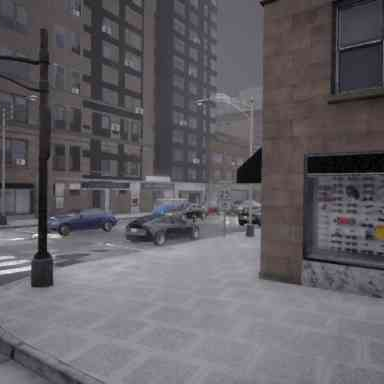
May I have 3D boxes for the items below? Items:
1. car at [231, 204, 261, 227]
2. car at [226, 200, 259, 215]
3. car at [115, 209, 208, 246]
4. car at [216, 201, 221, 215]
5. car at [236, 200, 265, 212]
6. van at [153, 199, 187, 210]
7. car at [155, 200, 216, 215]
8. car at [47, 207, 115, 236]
[{"bbox_3d":[5.066,1.851,25.380,1.947,1.339,4.313,0,0,36],"label":"car"},{"bbox_3d":[5.431,1.626,36.036,2.097,1.767,4.553,1,0,36],"label":"car"},{"bbox_3d":[-1.364,1.765,16.463,1.947,1.339,4.313,0,0,36],"label":"car"},{"bbox_3d":[1.369,1.647,34.825,1.967,1.590,4.097,0,0,36],"label":"car"},{"bbox_3d":[7.698,1.825,43.603,1.752,1.417,4.829,0,0,36],"label":"car"},{"bbox_3d":[-1.845,1.503,30.367,1.690,1.788,3.998,0,0,36],"label":"van"},{"bbox_3d":[-0.444,1.682,27.915,2.128,1.511,4.902,1,0,35],"label":"car"},{"bbox_3d":[-6.503,1.635,19.508,1.812,1.442,4.674,1,0,37],"label":"car"}]
